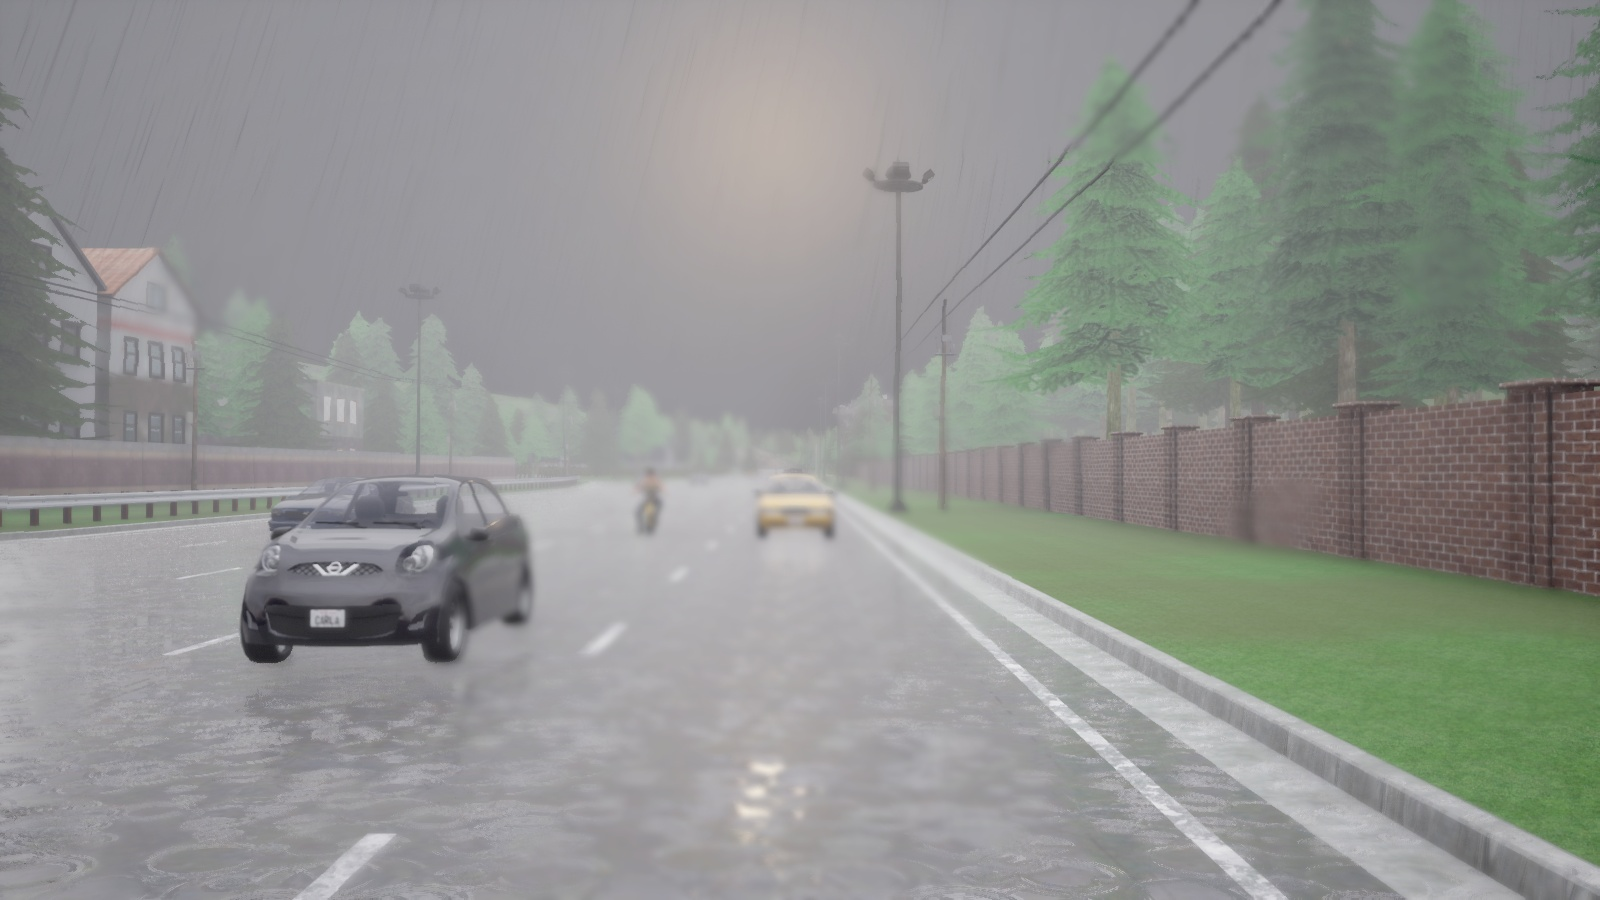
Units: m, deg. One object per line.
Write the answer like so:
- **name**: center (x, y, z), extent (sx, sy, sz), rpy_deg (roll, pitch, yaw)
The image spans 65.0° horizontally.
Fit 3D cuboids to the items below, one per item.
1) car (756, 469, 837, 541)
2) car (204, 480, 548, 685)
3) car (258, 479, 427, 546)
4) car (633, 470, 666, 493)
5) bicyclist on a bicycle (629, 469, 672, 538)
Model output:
- **car**: center (-0.083, 1.262, 30.451), extent (1.801, 1.575, 5.366), rpy_deg (0, -1, 0)
- **car**: center (-3.530, 1.031, 11.192), extent (1.845, 1.501, 3.633), rpy_deg (0, -1, 0)
- **car**: center (-10.580, 1.399, 29.541), extent (2.033, 1.411, 5.357), rpy_deg (0, -1, 0)
- **car**: center (-10.745, 2.262, 89.928), extent (1.851, 1.617, 3.988), rpy_deg (0, -1, 0)
- **bicyclist on a bicycle**: center (-3.583, 1.271, 30.209), extent (0.866, 1.612, 1.509), rpy_deg (0, -1, 0)
